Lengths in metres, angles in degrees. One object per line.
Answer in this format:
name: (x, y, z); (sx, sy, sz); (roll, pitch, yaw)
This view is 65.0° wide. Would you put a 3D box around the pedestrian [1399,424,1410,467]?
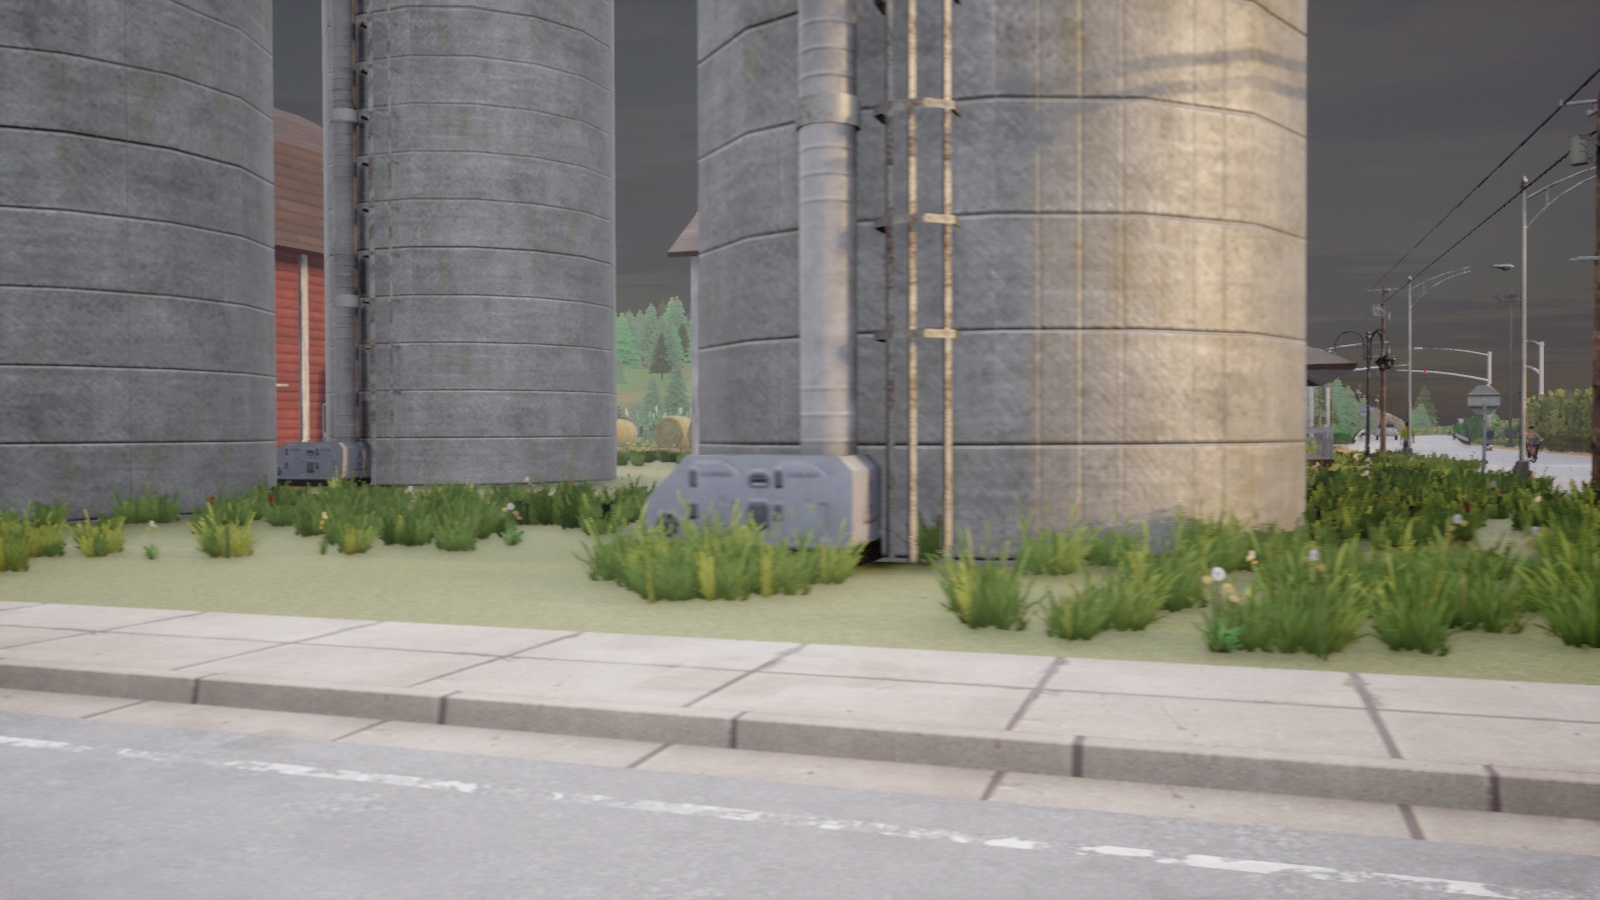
pedestrian: (26.086, -0.189, 54.210); (0.354, 1.836, 0.706); (1, 1, 22)
